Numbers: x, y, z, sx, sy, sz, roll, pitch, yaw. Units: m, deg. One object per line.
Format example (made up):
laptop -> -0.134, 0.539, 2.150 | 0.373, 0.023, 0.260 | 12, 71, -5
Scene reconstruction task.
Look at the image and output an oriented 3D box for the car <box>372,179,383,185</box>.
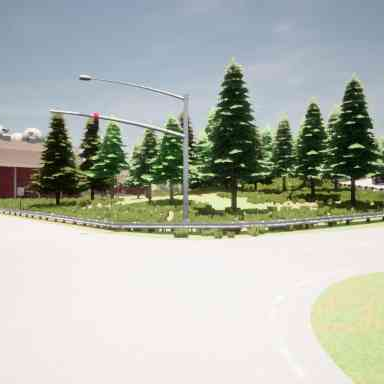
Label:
car -> 29.087, -1.912, 51.437 | 1.837, 1.490, 4.892 | 0, 5, 21
